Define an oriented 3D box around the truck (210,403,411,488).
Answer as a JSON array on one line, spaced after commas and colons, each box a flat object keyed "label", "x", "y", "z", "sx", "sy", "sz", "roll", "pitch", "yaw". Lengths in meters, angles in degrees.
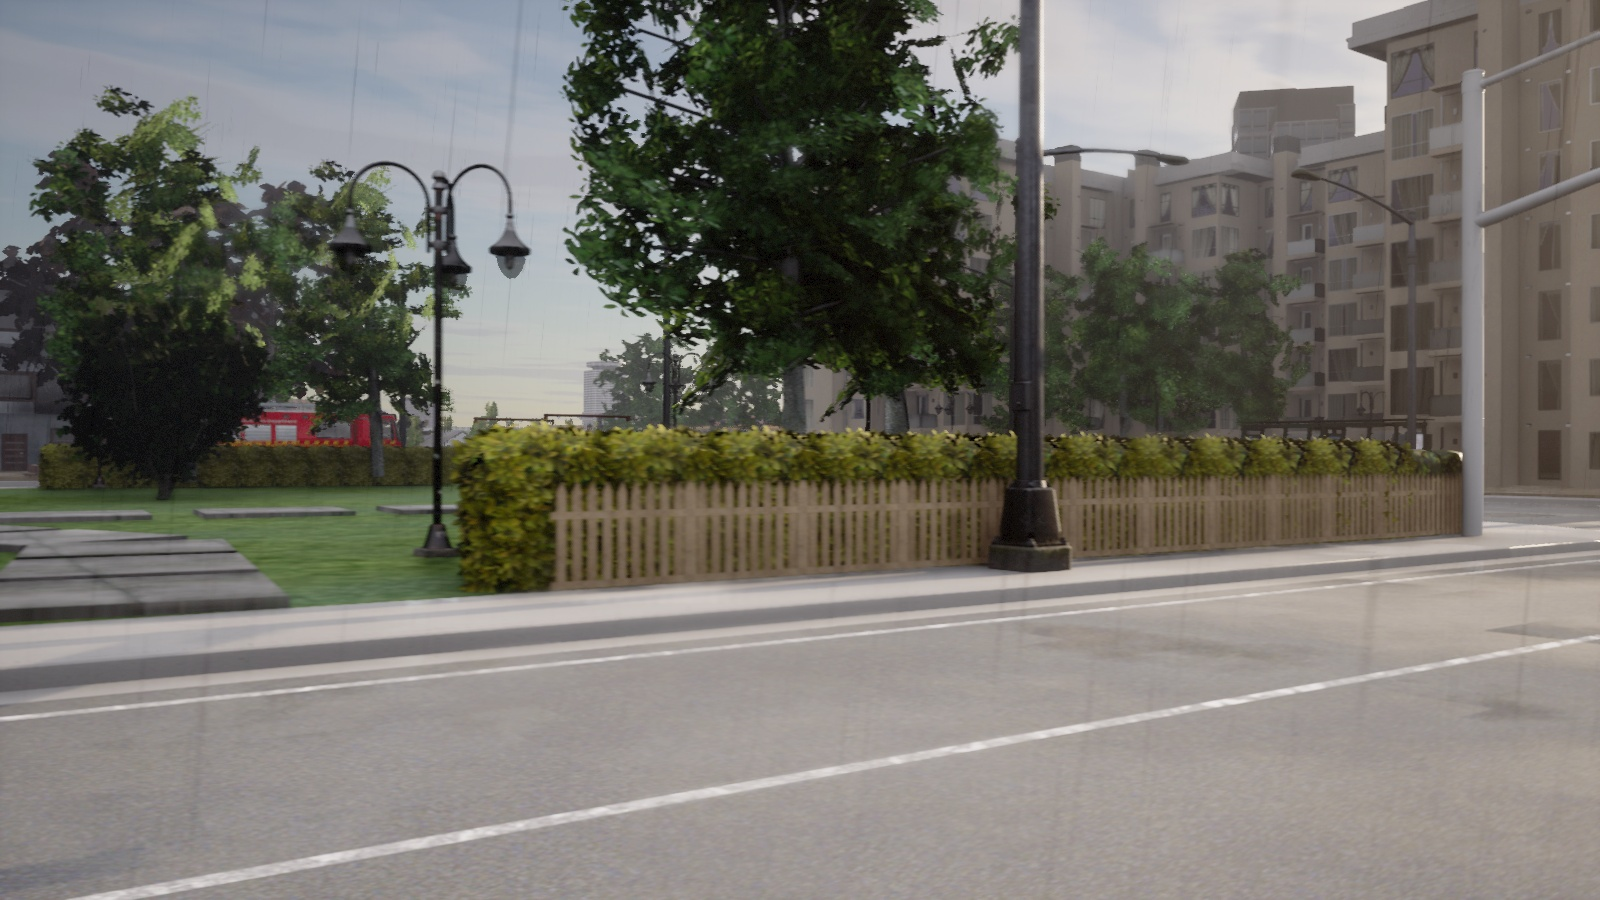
[{"label": "truck", "x": -23.219, "y": -0.198, "z": 59.822, "sx": 8.468, "sy": 3.827, "sz": 2.891, "roll": 0, "pitch": 0, "yaw": -35}]
